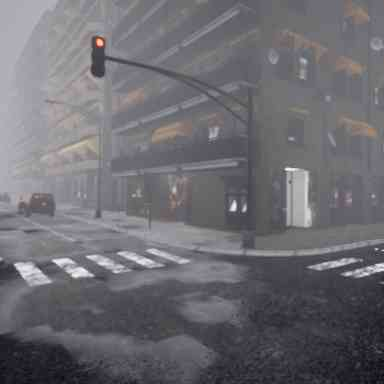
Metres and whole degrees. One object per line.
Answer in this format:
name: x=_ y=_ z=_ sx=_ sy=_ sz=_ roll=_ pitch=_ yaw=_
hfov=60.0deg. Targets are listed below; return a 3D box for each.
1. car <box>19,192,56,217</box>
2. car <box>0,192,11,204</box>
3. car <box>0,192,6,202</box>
car: x=-12.156 y=0.942 z=26.071 sx=2.192 sy=1.841 sz=5.009 roll=2 pitch=0 yaw=-36
car: x=-25.444 y=0.716 z=44.388 sx=1.967 sy=1.590 sz=4.097 roll=2 pitch=0 yaw=-36
car: x=-28.768 y=0.754 z=48.966 sx=1.947 sy=1.339 sz=4.313 roll=2 pitch=0 yaw=-36
